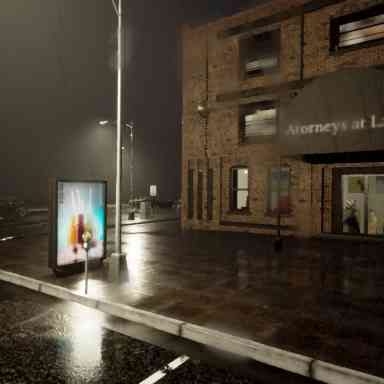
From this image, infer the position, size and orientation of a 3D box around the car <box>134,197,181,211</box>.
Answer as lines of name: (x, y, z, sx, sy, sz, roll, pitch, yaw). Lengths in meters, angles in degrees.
car: (-3.824, 1.304, 38.074, 1.882, 1.535, 5.008, 1, 1, 36)

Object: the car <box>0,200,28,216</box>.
car: (-17.740, 1.429, 30.340, 1.895, 1.301, 4.718, 1, 1, 33)

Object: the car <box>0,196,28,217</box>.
car: (-16.000, 1.232, 27.128, 2.097, 1.767, 4.553, 1, 1, 35)

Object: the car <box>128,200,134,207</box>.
car: (-5.148, 1.315, 42.127, 2.033, 1.411, 5.357, 1, 1, 36)

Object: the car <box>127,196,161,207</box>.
car: (-6.521, 1.315, 45.748, 1.895, 1.301, 4.718, 1, 1, 36)
